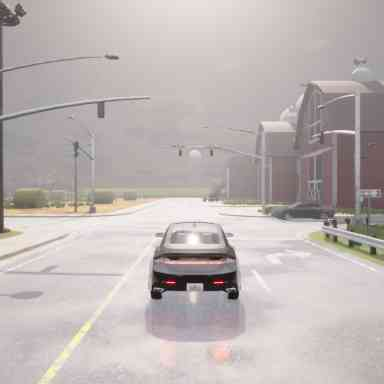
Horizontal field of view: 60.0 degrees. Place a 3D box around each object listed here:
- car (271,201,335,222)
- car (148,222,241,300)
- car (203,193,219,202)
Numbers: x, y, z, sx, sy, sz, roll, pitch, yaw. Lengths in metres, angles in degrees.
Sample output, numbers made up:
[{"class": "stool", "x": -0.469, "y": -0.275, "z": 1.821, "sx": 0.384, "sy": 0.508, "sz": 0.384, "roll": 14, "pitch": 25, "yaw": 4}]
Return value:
[{"class": "car", "x": 8.760, "y": 1.531, "z": 26.493, "sx": 4.892, "sy": 1.490, "sz": 1.837, "roll": 0, "pitch": 0, "yaw": -1}, {"class": "car", "x": 0.064, "y": 1.492, "z": 8.395, "sx": 2.128, "sy": 1.511, "sz": 4.902, "roll": 0, "pitch": 0, "yaw": 0}, {"class": "car", "x": 4.138, "y": 1.144, "z": 72.662, "sx": 1.905, "sy": 1.878, "sz": 3.866, "roll": -8, "pitch": 3, "yaw": -42}]
